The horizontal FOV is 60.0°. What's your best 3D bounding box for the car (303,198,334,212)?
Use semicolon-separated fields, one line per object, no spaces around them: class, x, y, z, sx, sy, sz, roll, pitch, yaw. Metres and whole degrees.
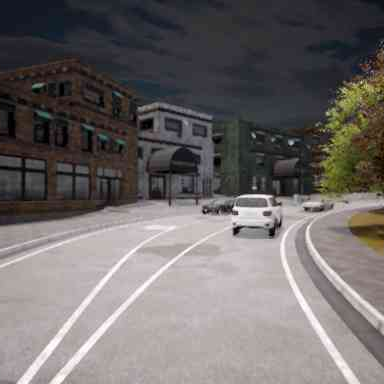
car;13.374;1.305;34.954;1.895;1.301;4.718;0;1;39

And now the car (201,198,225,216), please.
car;2.862;1.322;30.958;1.882;1.535;5.008;0;0;41

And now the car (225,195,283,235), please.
car;3.724;1.153;18.541;2.150;2.045;5.566;0;1;20
